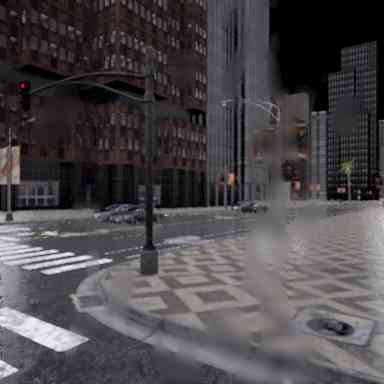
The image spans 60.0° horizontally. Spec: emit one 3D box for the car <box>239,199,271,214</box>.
[{"bbox_3d":[8.534,2.102,44.257,1.882,1.535,5.008,0,-1,35],"label":"car"}]

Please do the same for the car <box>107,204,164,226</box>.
[{"bbox_3d":[-4.117,1.828,26.271,1.812,1.442,4.674,0,-1,35],"label":"car"}]

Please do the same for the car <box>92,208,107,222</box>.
[{"bbox_3d":[-6.324,1.801,28.783,2.128,1.511,4.902,0,-1,35],"label":"car"}]

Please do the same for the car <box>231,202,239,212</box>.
[{"bbox_3d":[7.411,2.151,48.285,2.128,1.511,4.902,0,-1,35],"label":"car"}]
